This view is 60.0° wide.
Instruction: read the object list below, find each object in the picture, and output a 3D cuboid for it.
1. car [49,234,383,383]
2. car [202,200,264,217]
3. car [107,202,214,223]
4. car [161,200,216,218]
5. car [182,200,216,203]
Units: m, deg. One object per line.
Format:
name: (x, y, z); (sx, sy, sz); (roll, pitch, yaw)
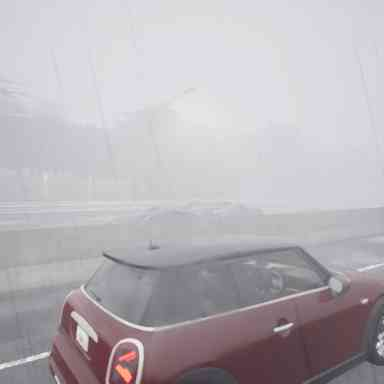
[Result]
car: (0.732, 1.339, 4.263); (4.553, 1.767, 2.097); (0, 0, -35)
car: (3.108, 1.499, 23.359); (4.181, 1.385, 1.994); (0, 0, -35)
car: (-1.687, 1.458, 15.671); (4.902, 1.511, 2.128); (0, 0, -35)
car: (-0.286, 1.457, 29.533); (4.674, 1.442, 1.812); (0, 0, -35)
car: (1.976, 1.435, 26.846); (4.892, 1.490, 1.837); (0, 0, -35)
